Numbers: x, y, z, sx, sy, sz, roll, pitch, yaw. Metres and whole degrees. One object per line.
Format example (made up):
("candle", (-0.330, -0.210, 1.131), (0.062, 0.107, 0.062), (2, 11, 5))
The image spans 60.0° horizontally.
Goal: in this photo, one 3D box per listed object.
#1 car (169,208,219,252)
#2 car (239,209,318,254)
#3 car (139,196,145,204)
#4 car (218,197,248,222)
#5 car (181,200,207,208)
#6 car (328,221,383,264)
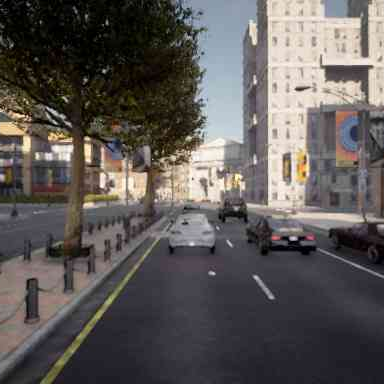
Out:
("car", (0.007, 1.659, 14.394), (1.812, 1.442, 4.674), (0, 0, 0))
("car", (3.503, 1.677, 13.985), (2.033, 1.411, 5.357), (0, 0, 0))
("car", (-11.491, 1.971, 81.301), (2.150, 2.045, 5.566), (0, -1, 0))
("car", (3.510, 1.485, 29.007), (2.150, 2.045, 5.566), (0, 0, 0))
("car", (0.004, 1.763, 29.289), (2.128, 1.511, 4.902), (0, 0, 0))
("car", (6.751, 1.708, 12.162), (1.895, 1.301, 4.718), (0, -1, 0))
